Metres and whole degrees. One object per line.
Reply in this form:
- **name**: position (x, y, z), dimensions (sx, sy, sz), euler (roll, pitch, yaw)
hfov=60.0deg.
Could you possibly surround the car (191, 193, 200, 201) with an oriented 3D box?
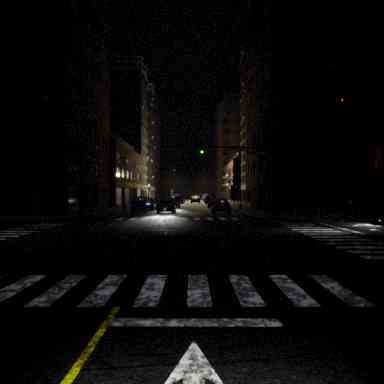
- **car**: position (0.827, 1.187, 75.895), dimensions (2.097, 1.767, 4.553), euler (0, 0, 1)

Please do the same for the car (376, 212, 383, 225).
- **car**: position (13.821, 1.619, 19.511), dimensions (4.718, 1.301, 1.895), euler (0, 0, 0)

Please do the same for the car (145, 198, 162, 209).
- **car**: position (-5.354, 1.569, 46.930), dimensions (1.947, 1.339, 4.313), euler (0, 0, 1)

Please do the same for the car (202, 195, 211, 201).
- **car**: position (3.549, 1.437, 80.853), dimensions (1.967, 1.590, 4.097), euler (0, 0, 1)

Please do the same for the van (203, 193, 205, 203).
- **van**: position (3.297, 1.344, 58.176), dimensions (1.690, 1.788, 3.998), euler (0, 0, 1)

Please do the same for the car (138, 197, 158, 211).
- **car**: position (-5.418, 1.443, 41.262), dimensions (1.967, 1.590, 4.097), euler (0, 0, 1)

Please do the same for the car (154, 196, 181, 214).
- **car**: position (-2.707, 1.494, 36.066), dimensions (2.128, 1.511, 4.902), euler (0, 0, 1)

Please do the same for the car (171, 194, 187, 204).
- **car**: position (-2.426, 1.509, 59.878), dimensions (1.837, 1.490, 4.892), euler (0, 0, 1)

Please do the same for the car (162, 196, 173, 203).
- **car**: position (-5.102, 1.567, 69.601), dimensions (1.947, 1.339, 4.313), euler (0, 0, 1)

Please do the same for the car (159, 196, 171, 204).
- **car**: position (-5.167, 1.527, 63.763), dimensions (1.752, 1.417, 4.829), euler (0, 0, 1)

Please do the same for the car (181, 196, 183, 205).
- **car**: position (-2.594, 1.604, 46.145), dimensions (1.895, 1.301, 4.718), euler (0, 0, 1)

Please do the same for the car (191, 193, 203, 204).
- **car**: position (0.712, 1.493, 65.505), dimensions (2.128, 1.511, 4.902), euler (0, 0, 1)

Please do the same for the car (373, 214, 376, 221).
- **car**: position (15.501, 1.564, 22.758), dimensions (5.357, 1.411, 2.033), euler (0, 0, 0)

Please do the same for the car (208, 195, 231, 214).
- **car**: position (3.045, 1.442, 35.501), dimensions (1.967, 1.590, 4.097), euler (0, 0, 1)

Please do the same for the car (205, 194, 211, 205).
- **car**: position (3.171, 1.443, 46.839), dimensions (1.967, 1.590, 4.097), euler (0, 0, 1)

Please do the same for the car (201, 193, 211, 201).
- **car**: position (3.612, 1.310, 86.521), dimensions (2.192, 1.841, 5.009), euler (0, 0, 1)

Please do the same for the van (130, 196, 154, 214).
- **van**: position (-5.481, 1.343, 35.594), dimensions (1.690, 1.788, 3.998), euler (0, 0, 1)

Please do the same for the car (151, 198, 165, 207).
- **car**: position (-5.291, 1.585, 52.598), dimensions (1.802, 1.307, 4.206), euler (0, 0, 1)

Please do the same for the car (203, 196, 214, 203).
- **car**: position (3.423, 1.552, 69.515), dimensions (2.008, 1.369, 4.403), euler (0, 0, 1)
